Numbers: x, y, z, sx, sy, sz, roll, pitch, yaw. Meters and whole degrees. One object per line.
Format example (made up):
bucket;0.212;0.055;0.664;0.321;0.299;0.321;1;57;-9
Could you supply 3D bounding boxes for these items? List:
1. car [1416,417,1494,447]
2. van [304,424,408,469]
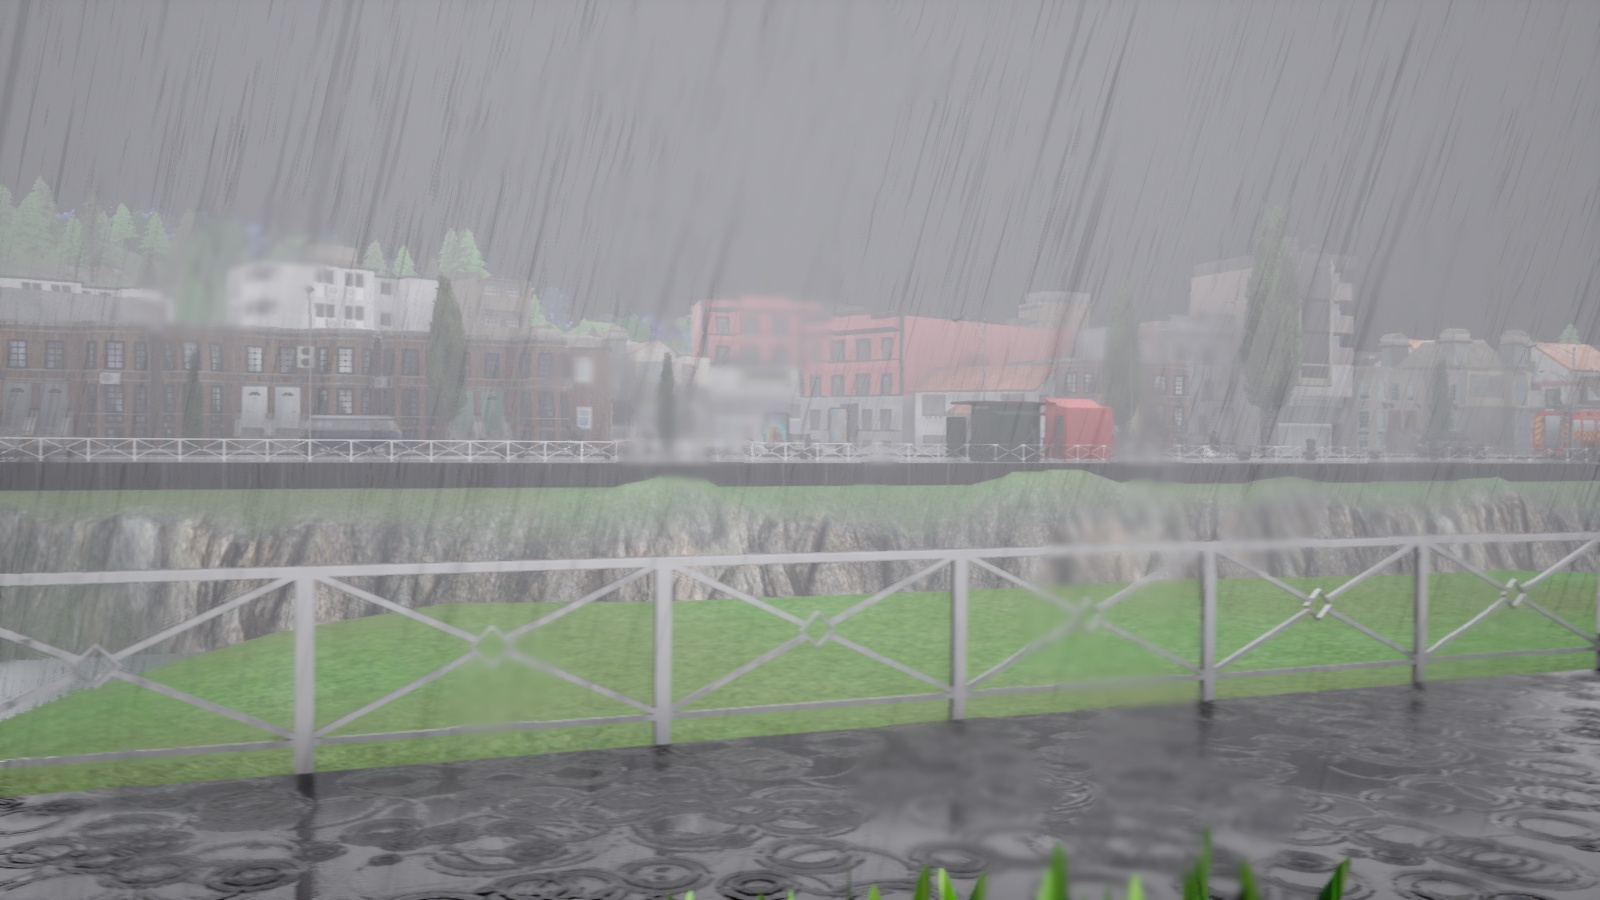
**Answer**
car;42.593;-1.175;81.680;4.605;1.855;1.932;-1;1;-21
van;-20.400;-0.168;57.732;4.442;1.987;1.775;-1;1;-21
